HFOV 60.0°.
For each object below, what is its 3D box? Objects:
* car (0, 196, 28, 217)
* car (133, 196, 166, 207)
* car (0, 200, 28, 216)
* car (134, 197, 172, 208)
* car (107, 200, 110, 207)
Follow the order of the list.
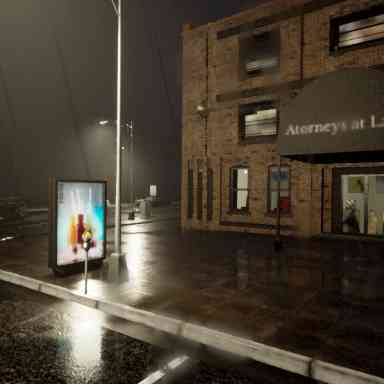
[{"bbox_3d":[-16.006,1.232,27.136,2.097,1.767,4.553,1,1,35],"label":"car"},{"bbox_3d":[-5.860,1.308,46.666,1.895,1.301,4.718,1,1,36],"label":"car"},{"bbox_3d":[-17.745,1.429,30.348,1.895,1.301,4.718,1,1,33],"label":"car"},{"bbox_3d":[-4.799,1.311,42.616,2.033,1.411,5.357,1,1,36],"label":"car"},{"bbox_3d":[-11.720,1.292,38.627,1.812,1.442,4.674,1,1,36],"label":"car"}]
